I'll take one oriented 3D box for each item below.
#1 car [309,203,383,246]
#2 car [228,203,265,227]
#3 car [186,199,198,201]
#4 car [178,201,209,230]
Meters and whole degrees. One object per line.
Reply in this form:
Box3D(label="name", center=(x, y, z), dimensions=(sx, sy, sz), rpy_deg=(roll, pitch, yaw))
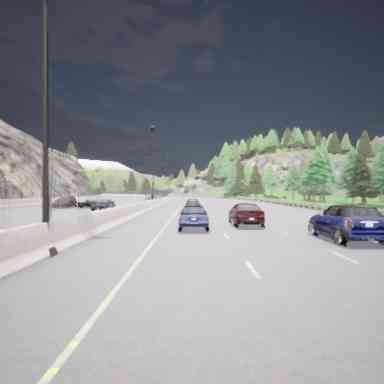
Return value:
Box3D(label="car", center=(7.101, 1.351, 15.432), dimensions=(2.097, 1.767, 4.553), rpy_deg=(0, 0, 0))
Box3D(label="car", center=(3.604, 1.476, 22.511), dimensions=(1.882, 1.535, 5.008), rpy_deg=(0, 0, 0))
Box3D(label="car", center=(0.103, 1.562, 42.493), dimensions=(1.994, 1.385, 4.181), rpy_deg=(0, 0, 0))
Box3D(label="car", center=(0.102, 1.546, 20.855), dimensions=(2.033, 1.411, 5.357), rpy_deg=(0, 0, 0))
